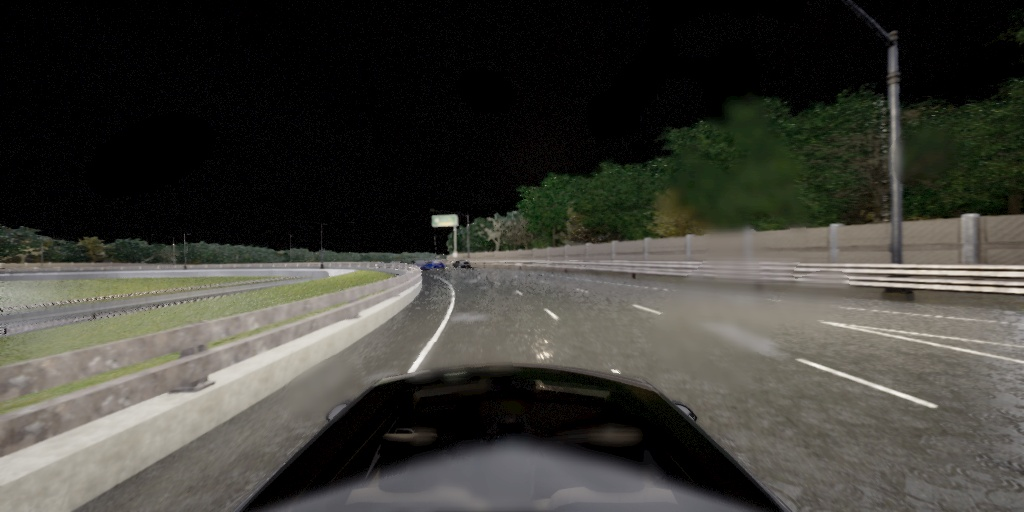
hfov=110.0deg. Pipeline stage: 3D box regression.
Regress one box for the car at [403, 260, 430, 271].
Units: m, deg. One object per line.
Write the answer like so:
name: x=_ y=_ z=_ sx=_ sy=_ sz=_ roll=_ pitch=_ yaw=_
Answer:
car: x=-14.786 y=1.394 z=55.489 sx=2.097 sy=1.767 sz=4.553 roll=-1 pitch=0 yaw=-31

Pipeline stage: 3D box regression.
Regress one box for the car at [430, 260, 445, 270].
car: x=-12.687 y=1.478 z=58.773 sx=1.882 sy=1.535 sz=5.008 roll=-1 pitch=0 yaw=-32

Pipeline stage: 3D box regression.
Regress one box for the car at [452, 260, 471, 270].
car: x=-8.227 y=1.416 z=58.178 sx=1.837 sy=1.490 sz=4.892 roll=-1 pitch=0 yaw=-30
